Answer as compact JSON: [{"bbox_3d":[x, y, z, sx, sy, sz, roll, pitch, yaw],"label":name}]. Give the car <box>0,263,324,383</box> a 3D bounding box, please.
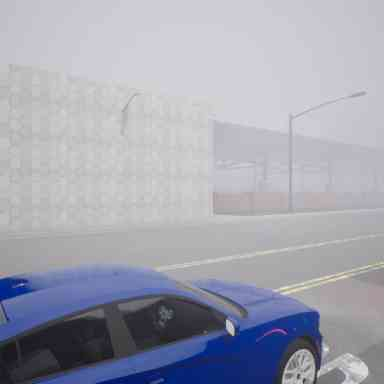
[{"bbox_3d":[-0.743,1.478,3.220,5.008,1.535,1.882,0,0,-36],"label":"car"}]
